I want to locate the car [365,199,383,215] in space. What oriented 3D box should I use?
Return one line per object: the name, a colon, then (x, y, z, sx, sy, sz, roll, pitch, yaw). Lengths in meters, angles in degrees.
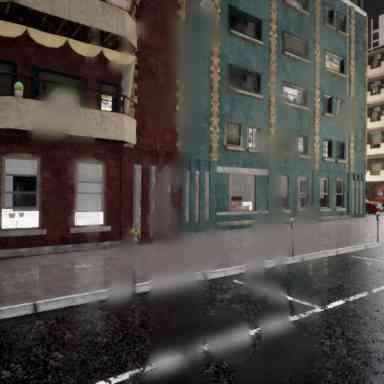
car: (15.703, 1.240, 32.220, 2.192, 1.841, 5.009, 1, 0, -36)
